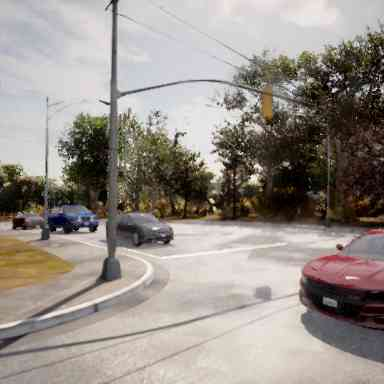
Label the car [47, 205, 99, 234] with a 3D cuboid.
[{"bbox_3d":[-9.021,1.998,25.039,2.150,2.045,5.566,1,-4,-40],"label":"car"}]

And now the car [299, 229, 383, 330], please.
[{"bbox_3d":[4.277,1.521,6.802,5.008,1.535,1.882,0,0,-35],"label":"car"}]

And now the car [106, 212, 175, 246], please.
[{"bbox_3d":[-2.773,1.816,16.988,1.837,1.490,4.892,1,-3,-38],"label":"car"}]

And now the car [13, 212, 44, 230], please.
[{"bbox_3d":[-16.077,2.789,32.991,2.097,1.767,4.553,1,-4,-44],"label":"car"}]
